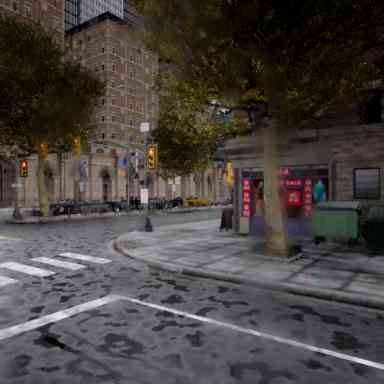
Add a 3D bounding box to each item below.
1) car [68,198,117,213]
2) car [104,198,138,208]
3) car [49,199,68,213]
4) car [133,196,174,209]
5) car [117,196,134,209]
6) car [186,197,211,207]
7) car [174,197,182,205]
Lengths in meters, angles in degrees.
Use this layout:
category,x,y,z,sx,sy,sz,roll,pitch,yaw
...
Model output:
category,x,y,z,sx,sy,sz,roll,pitch,yaw
car,-10.694,1.564,35.904,1.994,1.385,4.181,0,0,36
car,-10.206,1.595,47.937,1.895,1.301,4.718,0,0,36
car,-13.876,1.505,37.477,1.837,1.490,4.892,0,0,36
car,-4.965,1.505,43.832,1.837,1.490,4.892,0,0,36
car,-7.932,1.352,45.703,2.097,1.767,4.553,0,0,36
car,1.042,1.478,52.121,1.882,1.535,5.008,0,0,36
car,-1.816,1.478,54.148,1.882,1.535,5.008,0,0,36
